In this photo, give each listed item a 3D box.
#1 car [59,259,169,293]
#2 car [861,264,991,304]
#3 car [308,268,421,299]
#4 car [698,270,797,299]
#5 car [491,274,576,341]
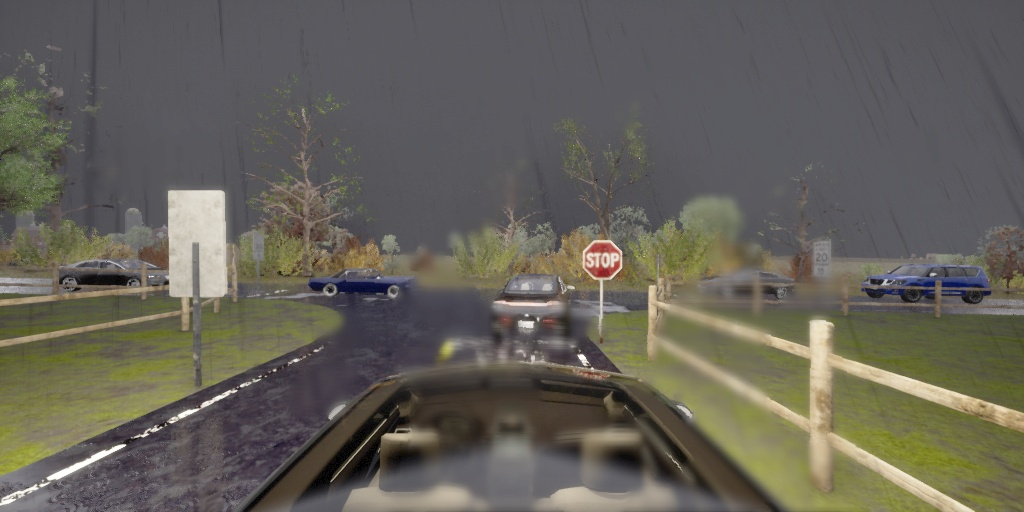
[{"bbox_3d":[-18.490,0.885,17.020,4.902,1.511,2.128,1,1,0],"label":"car"},{"bbox_3d":[22.899,1.466,19.922,5.566,2.045,2.150,1,1,0],"label":"car"},{"bbox_3d":[-6.823,1.248,17.004,4.718,1.301,1.895,1,1,0],"label":"car"},{"bbox_3d":[13.003,1.525,19.932,4.902,1.511,2.128,1,1,0],"label":"car"},{"bbox_3d":[0.706,1.240,9.973,2.128,1.511,4.902,0,0,9],"label":"car"}]
